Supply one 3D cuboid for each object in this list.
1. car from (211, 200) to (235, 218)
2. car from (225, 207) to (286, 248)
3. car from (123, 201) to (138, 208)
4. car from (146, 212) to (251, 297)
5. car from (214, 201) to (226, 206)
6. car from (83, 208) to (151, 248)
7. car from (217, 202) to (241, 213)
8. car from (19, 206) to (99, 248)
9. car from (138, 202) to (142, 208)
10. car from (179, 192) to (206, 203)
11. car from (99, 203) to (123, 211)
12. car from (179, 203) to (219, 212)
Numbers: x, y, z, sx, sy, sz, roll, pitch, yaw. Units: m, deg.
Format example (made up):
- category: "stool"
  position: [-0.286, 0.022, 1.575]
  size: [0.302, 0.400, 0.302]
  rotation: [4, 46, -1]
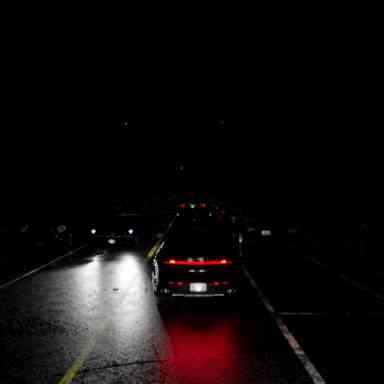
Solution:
- category: "car"
  position: [2.806, 1.524, 31.013]
  size: [1.887, 1.381, 4.507]
  rotation: [-1, 0, 0]
- category: "car"
  position: [2.776, 1.555, 14.497]
  size: [1.947, 1.339, 4.313]
  rotation: [-1, 0, 0]
- category: "car"
  position: [-5.729, 1.533, 25.523]
  size: [2.008, 1.369, 4.403]
  rotation: [-1, 0, 0]
- category: "car"
  position: [0.116, 1.498, 8.528]
  size: [1.837, 1.490, 4.892]
  rotation: [0, 0, 0]
- category: "car"
  position: [2.796, 1.527, 25.507]
  size: [1.887, 1.381, 4.507]
  rotation: [-1, 0, 0]
- category: "car"
  position: [-3.067, 1.589, 14.947]
  size: [1.895, 1.301, 4.718]
  rotation: [0, 0, 0]
- category: "car"
  position: [2.786, 1.530, 20.002]
  size: [1.887, 1.381, 4.507]
  rotation: [-1, 0, 0]
- category: "car"
  position: [-5.750, 1.429, 14.512]
  size: [1.967, 1.590, 4.097]
  rotation: [-1, 0, 0]
- category: "car"
  position: [-5.719, 1.524, 31.028]
  size: [1.887, 1.381, 4.507]
  rotation: [-1, 0, 0]
- category: "car"
  position: [0.050, 1.203, 28.510]
  size: [2.150, 2.045, 5.566]
  rotation: [0, 0, 0]
- category: "car"
  position: [-5.739, 1.552, 20.018]
  size: [1.947, 1.339, 4.313]
  rotation: [-1, 0, 0]
- category: "car"
  position: [0.126, 1.534, 18.265]
  size: [2.033, 1.411, 5.357]
  rotation: [0, 0, 0]
